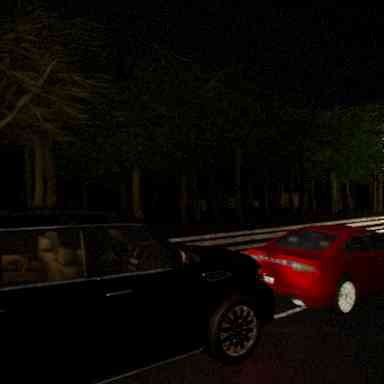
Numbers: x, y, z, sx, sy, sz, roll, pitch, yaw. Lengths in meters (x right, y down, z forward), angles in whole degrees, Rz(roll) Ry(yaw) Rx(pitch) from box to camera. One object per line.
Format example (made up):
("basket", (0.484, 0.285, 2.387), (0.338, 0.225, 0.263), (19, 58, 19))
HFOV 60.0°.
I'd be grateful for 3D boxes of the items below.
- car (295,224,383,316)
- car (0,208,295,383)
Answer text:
("car", (3.439, 1.486, 7.630), (5.008, 1.535, 1.882), (0, 0, -36))
("car", (-1.413, 1.226, 4.150), (5.566, 2.045, 2.150), (0, 0, -36))
